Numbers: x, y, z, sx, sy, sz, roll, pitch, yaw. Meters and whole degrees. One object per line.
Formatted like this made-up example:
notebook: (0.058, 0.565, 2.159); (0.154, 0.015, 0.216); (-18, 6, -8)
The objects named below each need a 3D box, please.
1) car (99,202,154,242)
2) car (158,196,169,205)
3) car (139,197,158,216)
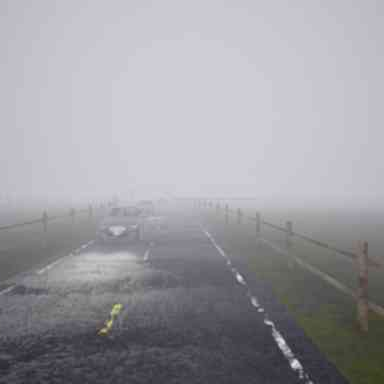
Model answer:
car: (-3.302, 1.495, 16.632); (2.128, 1.511, 4.902); (0, 0, -3)
car: (-5.089, 1.437, 56.096); (1.882, 1.535, 5.008); (0, 0, -11)
car: (-4.519, 1.509, 32.604); (1.837, 1.490, 4.892); (0, 0, -6)
